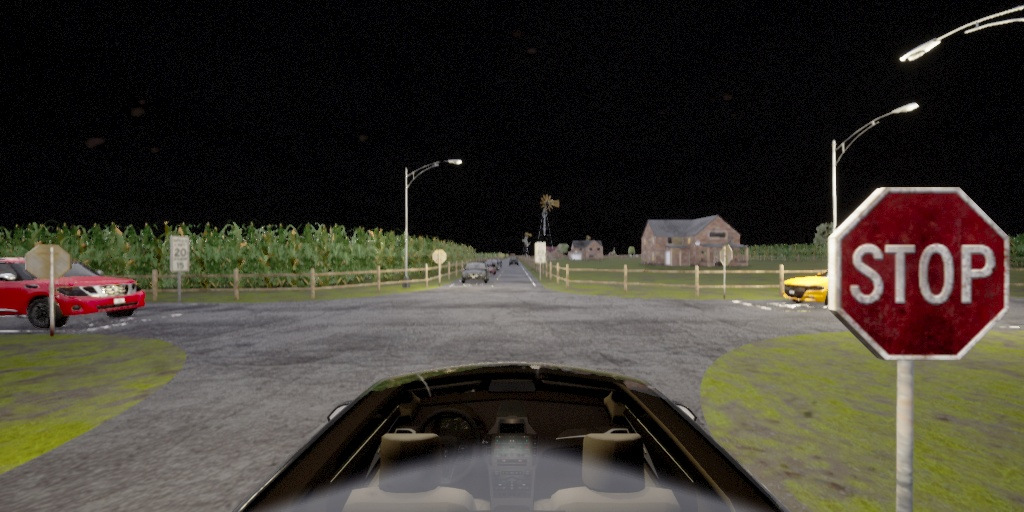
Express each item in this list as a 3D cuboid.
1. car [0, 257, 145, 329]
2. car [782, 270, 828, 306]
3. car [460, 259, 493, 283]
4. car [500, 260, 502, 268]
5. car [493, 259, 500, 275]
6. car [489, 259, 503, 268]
[{"bbox_3d":[-14.988,1.058,11.217,5.566,2.045,2.150,0,0,1],"label":"car"},{"bbox_3d":[13.037,1.071,13.502,5.008,1.535,1.882,-1,0,0],"label":"car"},{"bbox_3d":[-2.665,1.185,26.868,1.837,1.490,4.892,0,0,-1],"label":"car"},{"bbox_3d":[-2.582,1.142,46.844,1.837,1.490,4.892,0,0,0],"label":"car"},{"bbox_3d":[-2.627,1.222,36.825,1.994,1.385,4.181,0,0,1],"label":"car"},{"bbox_3d":[-2.462,1.164,57.072,2.033,1.411,5.357,0,0,1],"label":"car"}]
